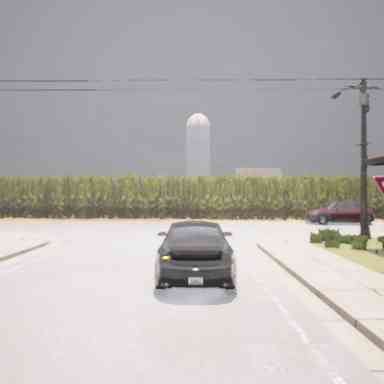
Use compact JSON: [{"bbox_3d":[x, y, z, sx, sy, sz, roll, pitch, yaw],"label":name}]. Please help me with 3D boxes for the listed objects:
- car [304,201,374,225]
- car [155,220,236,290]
[{"bbox_3d":[10.649,1.460,24.306,4.553,1.767,2.097,0,0,1],"label":"car"},{"bbox_3d":[0.085,1.537,9.128,1.837,1.490,4.892,0,0,0],"label":"car"}]
